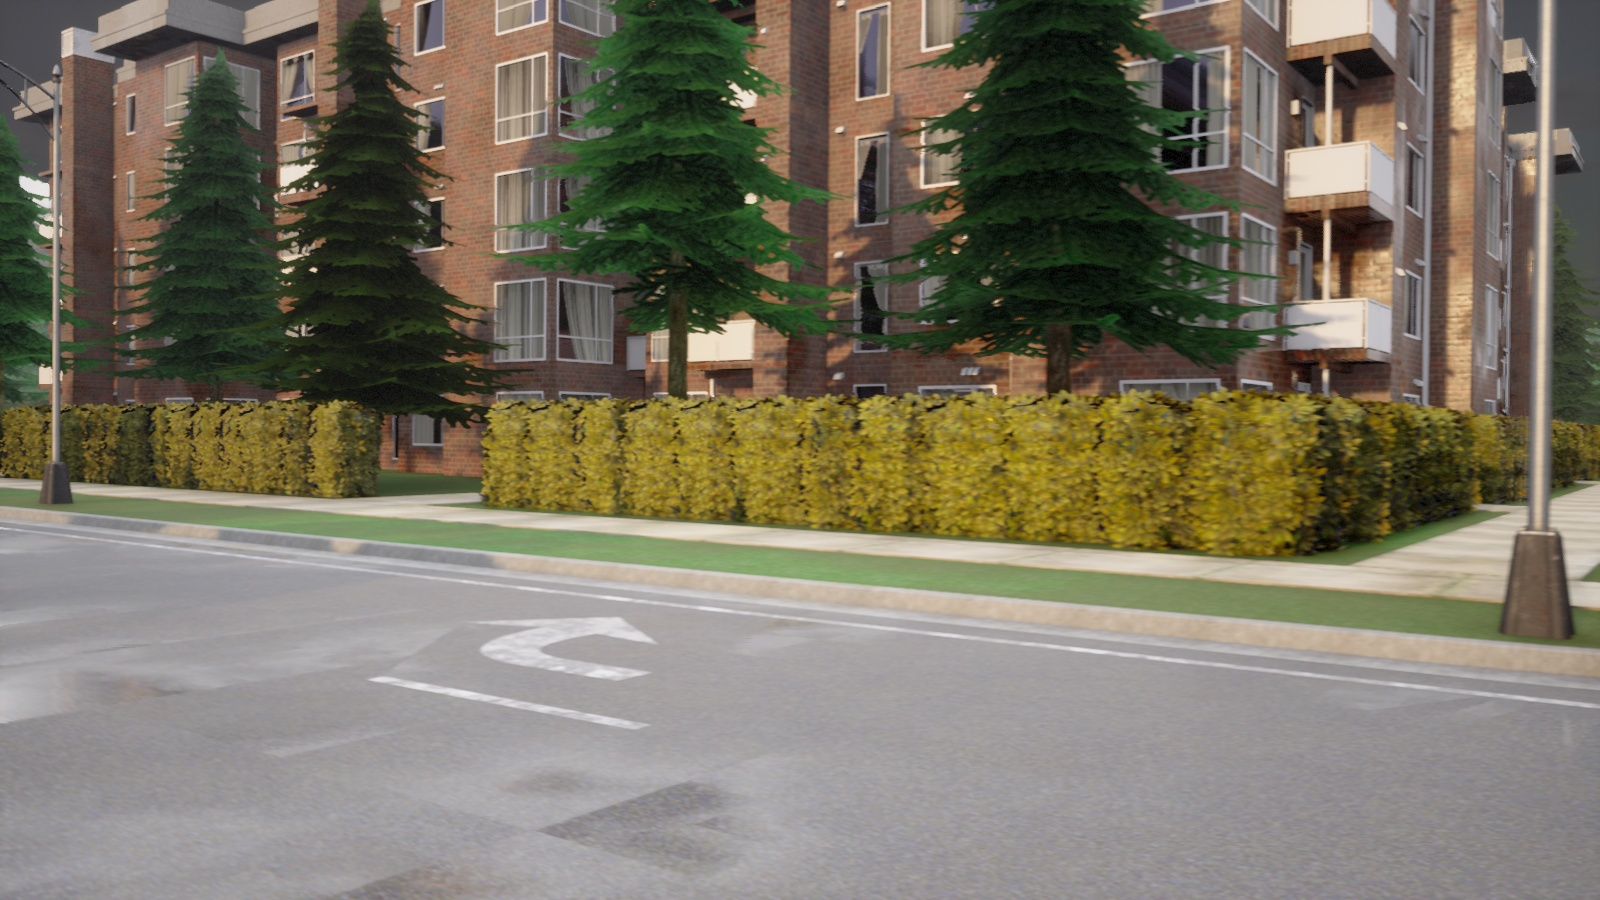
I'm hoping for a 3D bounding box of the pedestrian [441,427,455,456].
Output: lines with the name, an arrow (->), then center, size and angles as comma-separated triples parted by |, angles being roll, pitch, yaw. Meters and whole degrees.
pedestrian -> -24.001, -0.588, 85.682 | 0.423, 1.949, 0.788 | 0, 1, 36
